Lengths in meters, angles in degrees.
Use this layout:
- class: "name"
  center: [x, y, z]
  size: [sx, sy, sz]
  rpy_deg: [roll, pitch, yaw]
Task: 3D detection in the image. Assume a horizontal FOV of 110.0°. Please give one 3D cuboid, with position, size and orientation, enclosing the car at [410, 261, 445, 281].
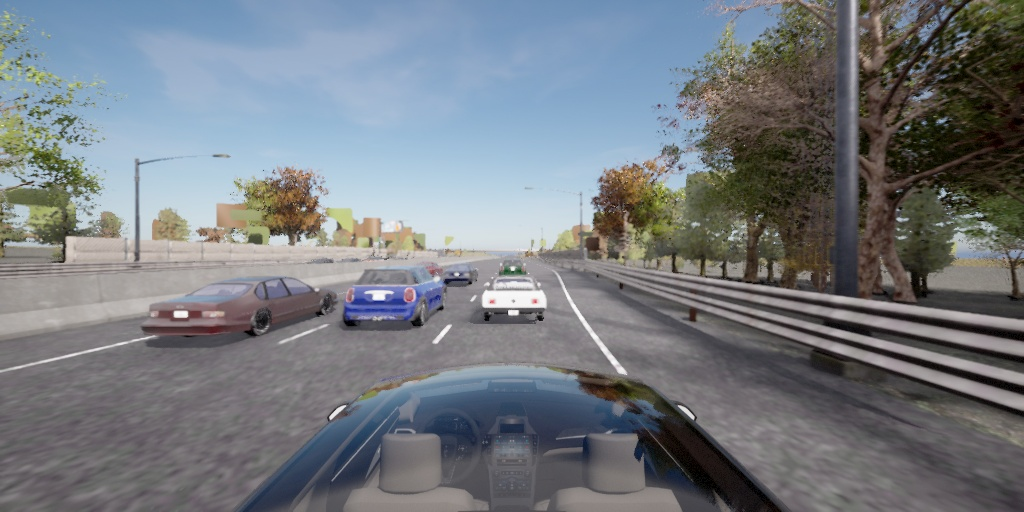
- class: "car"
  center: [-6.925, 1.154, 29.780]
  size: [1.812, 1.442, 4.674]
  rpy_deg: [0, 0, 0]

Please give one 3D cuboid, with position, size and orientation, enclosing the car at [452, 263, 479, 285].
- class: "car"
  center: [-3.456, 1.195, 25.073]
  size: [2.033, 1.411, 5.357]
  rpy_deg: [0, 0, 0]

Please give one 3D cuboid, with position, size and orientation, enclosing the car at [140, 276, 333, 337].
- class: "car"
  center: [-6.955, 1.259, 10.062]
  size: [2.033, 1.411, 5.357]
  rpy_deg: [0, 0, 0]

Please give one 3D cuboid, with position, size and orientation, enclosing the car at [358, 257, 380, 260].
- class: "car"
  center: [-21.055, 0.892, 54.546]
  size: [2.097, 1.767, 4.553]
  rpy_deg: [0, 0, 0]

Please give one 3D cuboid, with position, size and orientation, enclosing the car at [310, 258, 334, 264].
- class: "car"
  center: [-28.052, 1.048, 53.169]
  size: [1.837, 1.490, 4.892]
  rpy_deg: [0, 0, 0]

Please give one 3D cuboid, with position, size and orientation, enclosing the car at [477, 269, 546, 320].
- class: "car"
  center: [0.062, 1.303, 12.350]
  size: [1.895, 1.301, 4.718]
  rpy_deg: [0, 0, 0]

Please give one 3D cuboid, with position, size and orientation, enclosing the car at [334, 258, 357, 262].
- class: "car"
  center: [-24.551, 1.017, 54.499]
  size: [1.882, 1.535, 5.008]
  rpy_deg: [0, 0, 0]

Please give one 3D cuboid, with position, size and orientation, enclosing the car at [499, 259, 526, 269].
- class: "car"
  center: [0.069, 0.985, 28.478]
  size: [2.097, 1.767, 4.553]
  rpy_deg: [0, 0, 0]

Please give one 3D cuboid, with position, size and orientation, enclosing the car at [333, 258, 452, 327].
- class: "car"
  center: [-3.443, 1.061, 11.449]
  size: [2.097, 1.767, 4.553]
  rpy_deg: [0, 1, 0]
